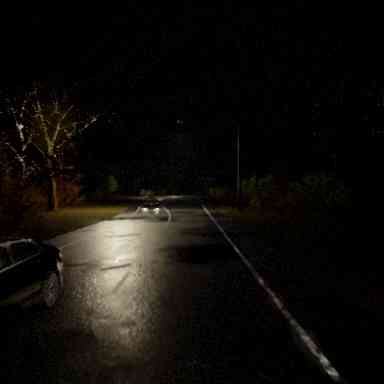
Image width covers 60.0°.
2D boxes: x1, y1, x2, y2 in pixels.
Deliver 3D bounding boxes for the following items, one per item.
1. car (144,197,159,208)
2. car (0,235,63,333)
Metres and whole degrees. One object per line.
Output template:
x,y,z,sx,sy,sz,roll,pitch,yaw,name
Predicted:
-5.763,1.441,47.433,1.882,1.535,5.008,0,0,-7,car
-3.604,1.493,5.033,2.128,1.511,4.902,0,0,0,car
